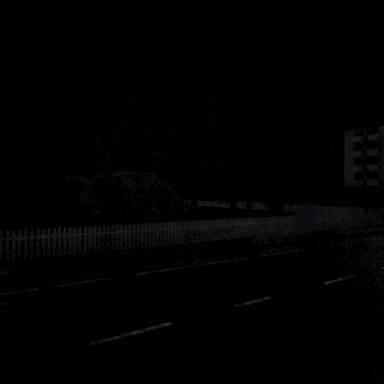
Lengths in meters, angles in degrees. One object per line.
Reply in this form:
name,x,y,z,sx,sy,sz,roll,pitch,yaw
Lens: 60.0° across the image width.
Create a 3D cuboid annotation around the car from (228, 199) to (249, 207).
car,8.381,1.879,59.847,2.128,1.511,4.902,1,0,-34
